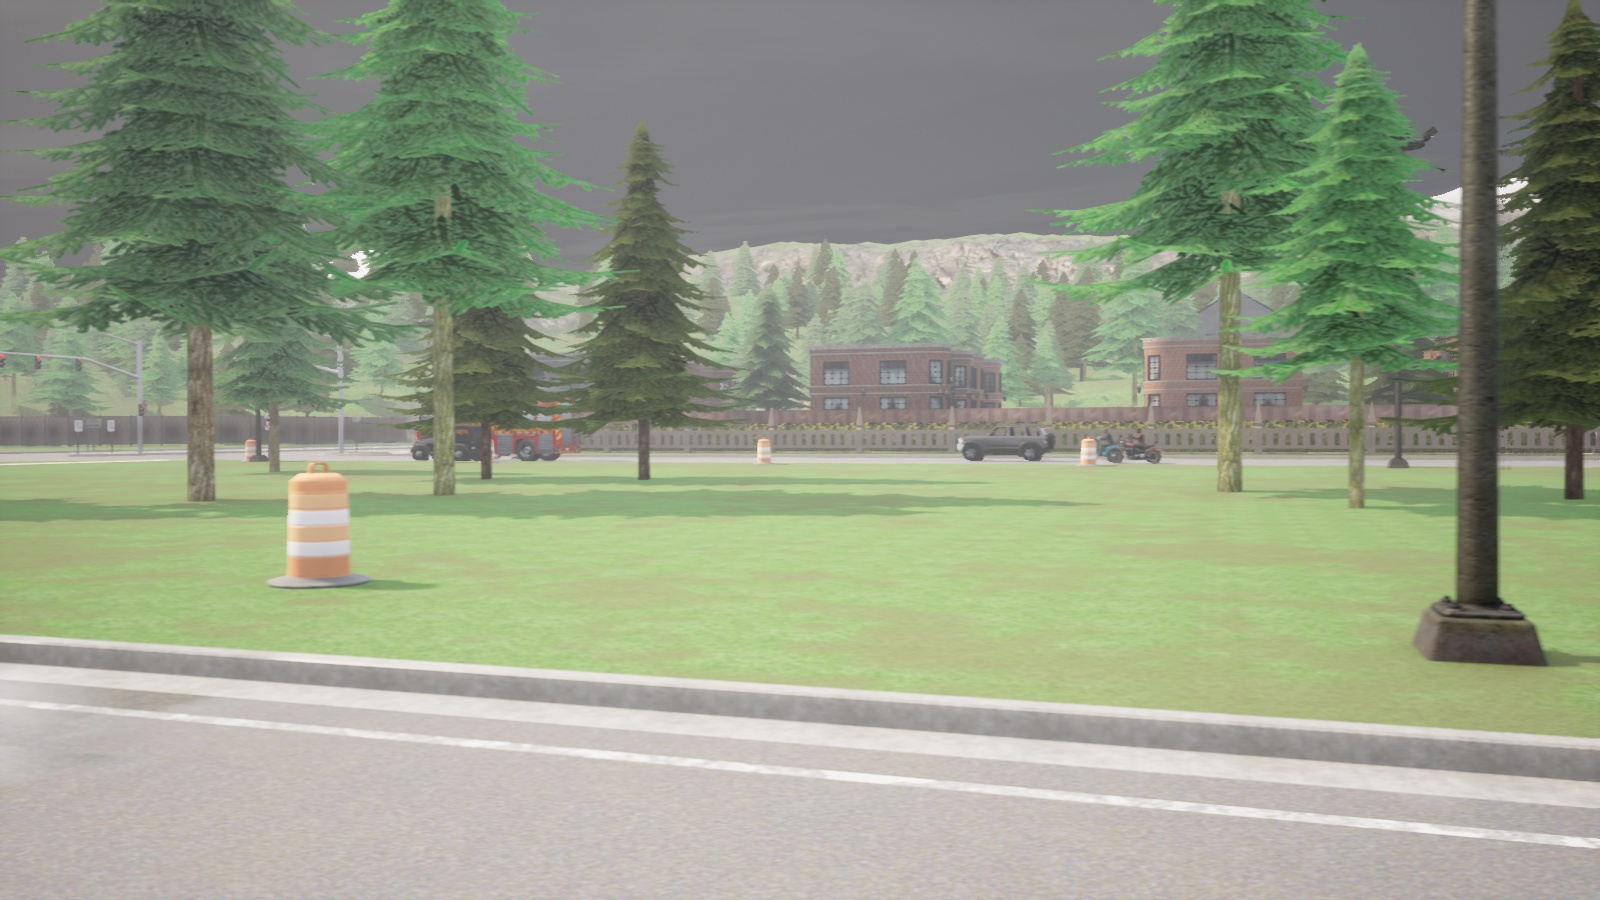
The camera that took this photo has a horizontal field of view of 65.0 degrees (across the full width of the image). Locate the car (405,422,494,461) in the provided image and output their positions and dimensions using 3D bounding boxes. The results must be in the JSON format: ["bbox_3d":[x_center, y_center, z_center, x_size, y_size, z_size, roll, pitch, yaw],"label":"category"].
[{"bbox_3d":[-17.524,-0.450,62.811,3.866,1.878,1.905,0,1,18],"label":"car"}]

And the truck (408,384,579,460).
[{"bbox_3d":[-16.120,-1.459,66.018,8.468,3.827,2.891,0,1,18],"label":"truck"}]

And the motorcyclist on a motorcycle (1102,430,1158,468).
[{"bbox_3d":[14.669,-0.061,55.768,2.350,1.649,0.766,0,1,18],"label":"motorcyclist on a motorcycle"}]

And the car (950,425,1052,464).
[{"bbox_3d":[9.785,-0.298,61.084,4.605,1.855,1.932,1,1,18],"label":"car"}]
